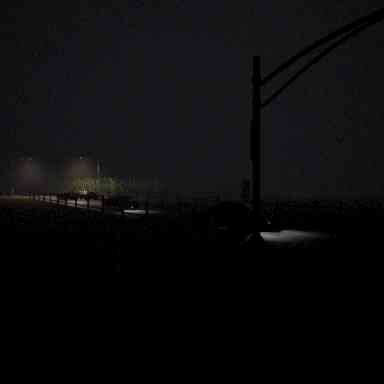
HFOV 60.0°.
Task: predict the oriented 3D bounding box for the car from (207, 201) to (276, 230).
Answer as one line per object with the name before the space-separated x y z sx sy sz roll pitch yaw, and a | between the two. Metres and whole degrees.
car | 2.701 1.272 19.276 1.812 1.442 4.674 0 1 -35

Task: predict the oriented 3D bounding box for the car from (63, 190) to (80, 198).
car | -22.528 0.355 62.022 1.882 1.535 5.008 0 1 -35

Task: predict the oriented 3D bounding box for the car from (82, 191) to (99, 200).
car | -16.662 0.602 53.592 2.033 1.411 5.357 0 1 -35

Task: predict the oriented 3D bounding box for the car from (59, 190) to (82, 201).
car | -18.446 0.679 49.795 1.895 1.301 4.718 0 1 -34

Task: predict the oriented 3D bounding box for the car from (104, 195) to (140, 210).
car | -7.084 0.982 33.343 2.033 1.411 5.357 0 1 -35
